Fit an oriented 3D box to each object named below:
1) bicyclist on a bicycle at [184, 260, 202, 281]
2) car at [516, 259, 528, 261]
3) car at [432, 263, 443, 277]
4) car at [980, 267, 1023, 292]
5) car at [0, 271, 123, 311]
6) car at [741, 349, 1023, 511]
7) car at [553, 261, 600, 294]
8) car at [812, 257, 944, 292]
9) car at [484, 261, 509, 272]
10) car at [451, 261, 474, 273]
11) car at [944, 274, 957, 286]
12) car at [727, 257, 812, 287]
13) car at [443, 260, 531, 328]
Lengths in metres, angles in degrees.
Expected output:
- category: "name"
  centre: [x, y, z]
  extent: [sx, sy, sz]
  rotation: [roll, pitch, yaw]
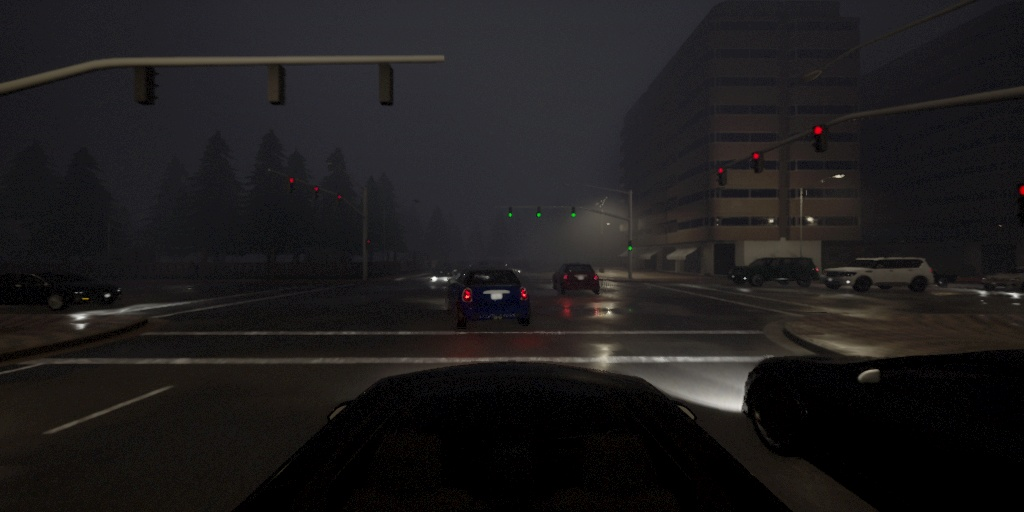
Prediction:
- category: "bicyclist on a bicycle"
  centre: [-25.669, 1.180, 28.878]
  extent: [0.582, 1.620, 1.656]
  rotation: [0, 0, 0]
- category: "car"
  centre: [1.401, 1.262, 60.390]
  extent: [2.097, 1.767, 4.553]
  rotation: [0, 0, 27]
- category: "car"
  centre: [-6.930, 1.412, 37.438]
  extent: [1.994, 1.385, 4.181]
  rotation: [0, 0, 2]
- category: "car"
  centre: [31.758, 1.387, 21.895]
  extent: [4.674, 1.442, 1.812]
  rotation: [0, 0, 0]
- category: "car"
  centre: [-18.712, 1.345, 14.432]
  extent: [4.892, 1.490, 1.837]
  rotation: [0, 0, 0]
- category: "car"
  centre: [3.612, 1.317, 2.393]
  extent: [1.994, 1.385, 4.181]
  rotation: [0, 0, 0]
- category: "car"
  centre: [3.601, 1.170, 20.828]
  extent: [2.097, 1.767, 4.553]
  rotation: [0, 0, 0]
- category: "car"
  centre: [22.121, 1.083, 21.849]
  extent: [5.566, 2.045, 2.150]
  rotation: [0, 0, 0]
- category: "car"
  centre: [-2.113, 1.432, 50.818]
  extent: [2.033, 1.411, 5.357]
  rotation: [0, 0, 13]
- category: "car"
  centre: [-6.330, 1.377, 46.328]
  extent: [1.837, 1.490, 4.892]
  rotation: [0, 0, 7]
- category: "car"
  centre: [28.128, 1.472, 25.379]
  extent: [4.718, 1.301, 1.895]
  rotation: [0, 0, 0]
- category: "car"
  centre: [18.369, 1.093, 25.329]
  extent: [5.566, 2.045, 2.150]
  rotation: [0, 0, 0]
- category: "car"
  centre: [-0.945, 1.132, 11.780]
  extent: [2.097, 1.767, 4.553]
  rotation: [0, 0, -14]
